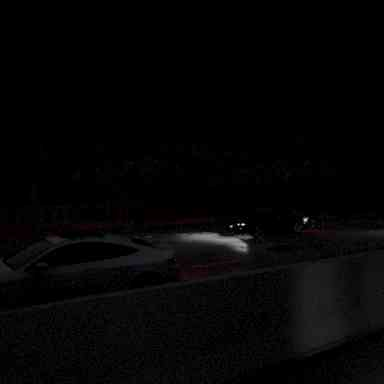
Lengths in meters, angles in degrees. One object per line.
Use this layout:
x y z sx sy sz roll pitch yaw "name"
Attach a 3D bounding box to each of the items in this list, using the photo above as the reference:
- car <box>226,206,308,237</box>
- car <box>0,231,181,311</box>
4.204 1.563 18.385 4.892 1.490 1.837 0 0 -27 "car"
-2.429 1.527 6.360 4.674 1.442 1.812 0 0 -33 "car"
